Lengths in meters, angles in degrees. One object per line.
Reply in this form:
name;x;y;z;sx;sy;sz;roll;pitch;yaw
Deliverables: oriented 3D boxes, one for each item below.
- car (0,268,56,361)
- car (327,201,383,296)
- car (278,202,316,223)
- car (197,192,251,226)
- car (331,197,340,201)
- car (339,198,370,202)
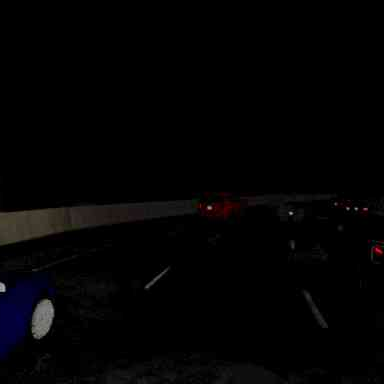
car;-3.200;1.433;3.284;1.882;1.535;5.008;0;0;4
car;4.894;1.301;8.474;2.097;1.767;4.553;0;1;11
car;7.671;1.392;24.109;1.994;1.385;4.181;0;1;30
car;2.256;1.039;22.349;2.150;2.045;5.566;0;0;27
car;16.978;1.314;38.265;1.994;1.385;4.181;1;1;34
car;14.387;1.370;28.336;2.033;1.411;5.357;1;1;34
